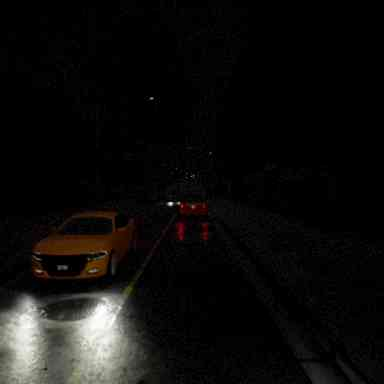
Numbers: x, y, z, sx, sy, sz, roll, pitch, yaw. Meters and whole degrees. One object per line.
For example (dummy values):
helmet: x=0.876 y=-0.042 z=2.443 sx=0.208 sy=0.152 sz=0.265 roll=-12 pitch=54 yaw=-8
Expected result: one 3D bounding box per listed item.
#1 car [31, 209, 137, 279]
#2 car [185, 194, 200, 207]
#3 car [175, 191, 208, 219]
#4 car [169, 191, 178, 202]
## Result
car: x=-2.860 y=1.328 z=9.802 sx=1.882 sy=1.535 sz=5.008 roll=0 pitch=2 yaw=0
car: x=0.067 y=1.081 z=43.130 sx=1.837 sy=1.490 sz=4.892 roll=0 pitch=0 yaw=0
car: x=0.078 y=1.032 z=25.042 sx=2.097 sy=1.767 sz=4.553 roll=0 pitch=0 yaw=0
car: x=-2.804 y=0.765 z=58.988 sx=2.150 sy=2.045 sz=5.566 roll=0 pitch=0 yaw=0
